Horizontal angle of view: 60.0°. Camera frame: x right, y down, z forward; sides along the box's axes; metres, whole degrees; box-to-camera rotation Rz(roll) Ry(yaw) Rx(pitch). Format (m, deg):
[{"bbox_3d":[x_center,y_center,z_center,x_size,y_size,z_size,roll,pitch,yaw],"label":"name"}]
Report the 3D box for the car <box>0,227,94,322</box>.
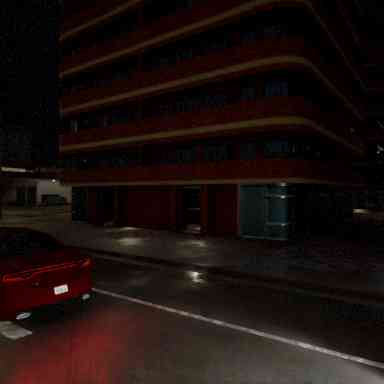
[{"bbox_3d":[-4.207,1.478,6.996,5.008,1.535,1.882,0,0,35],"label":"car"}]
